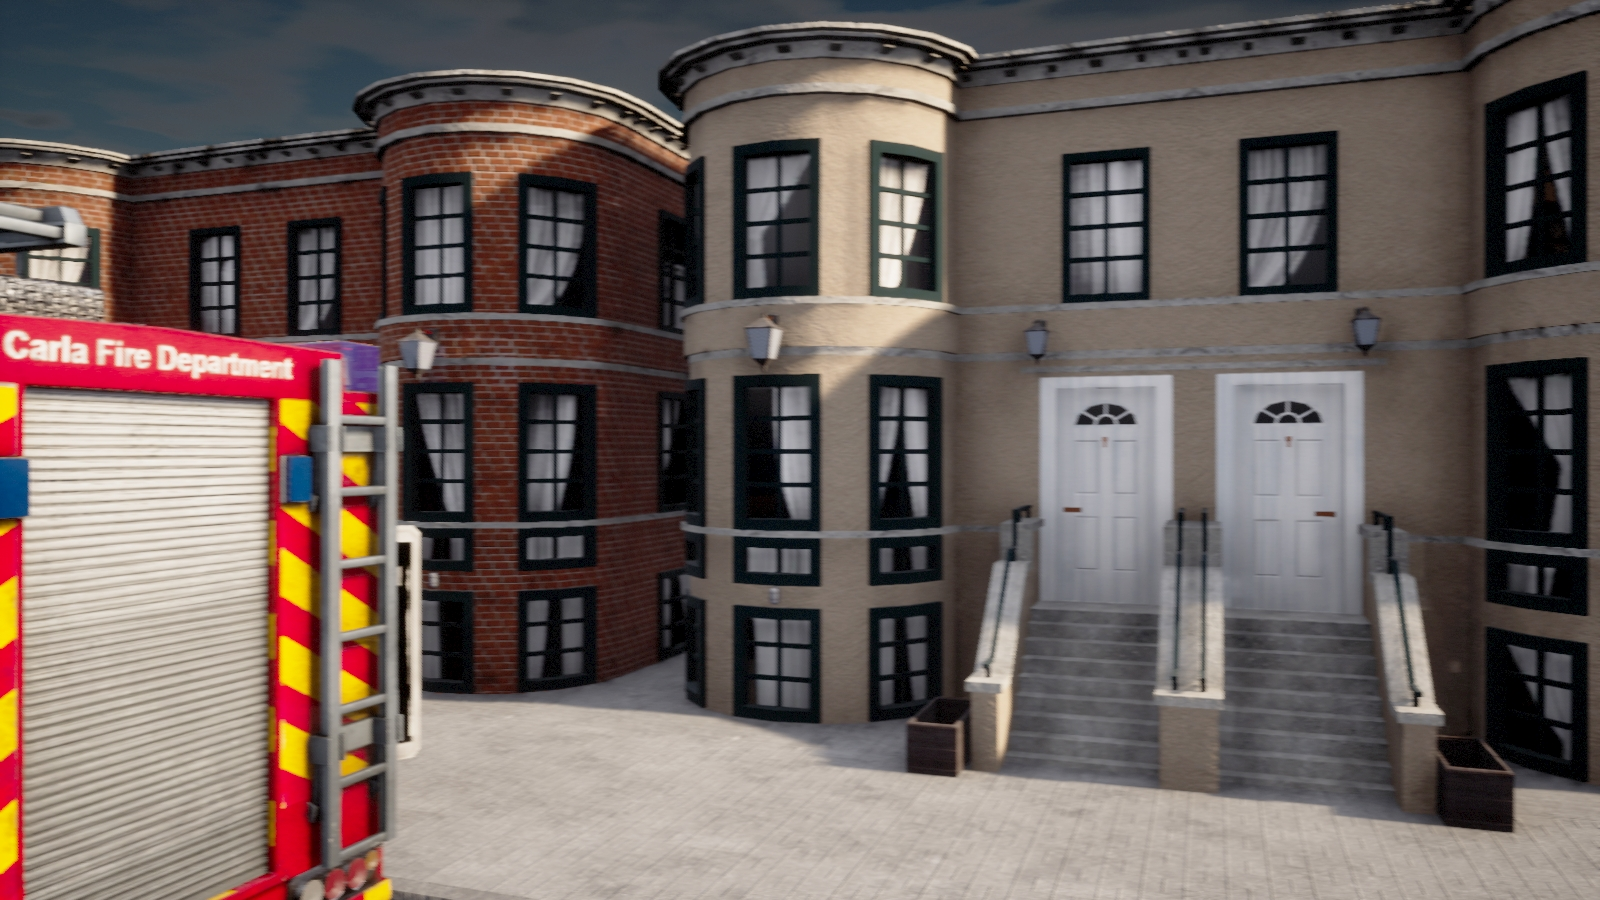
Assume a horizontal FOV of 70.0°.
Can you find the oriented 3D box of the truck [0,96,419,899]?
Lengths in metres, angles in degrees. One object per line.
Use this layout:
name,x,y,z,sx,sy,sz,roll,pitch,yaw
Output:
truck,-6.515,0.670,6.208,8.468,3.827,2.891,0,0,20
